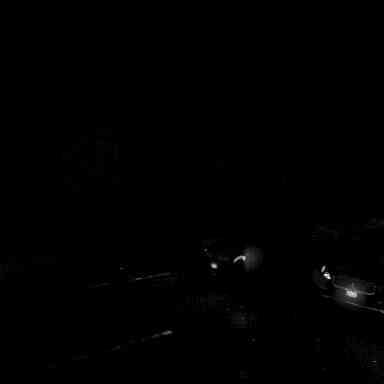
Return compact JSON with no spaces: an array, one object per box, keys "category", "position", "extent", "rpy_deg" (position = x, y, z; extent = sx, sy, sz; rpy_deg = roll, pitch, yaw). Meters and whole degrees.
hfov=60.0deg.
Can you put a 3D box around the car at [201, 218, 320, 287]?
[{"category":"car","position":[2.430,1.495,9.416],"extent":[4.674,1.442,1.812],"rpy_deg":[0,0,-36]}]

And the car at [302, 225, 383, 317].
[{"category":"car","position":[4.667,1.474,7.020],"extent":[4.892,1.490,1.837],"rpy_deg":[0,0,-36]}]
